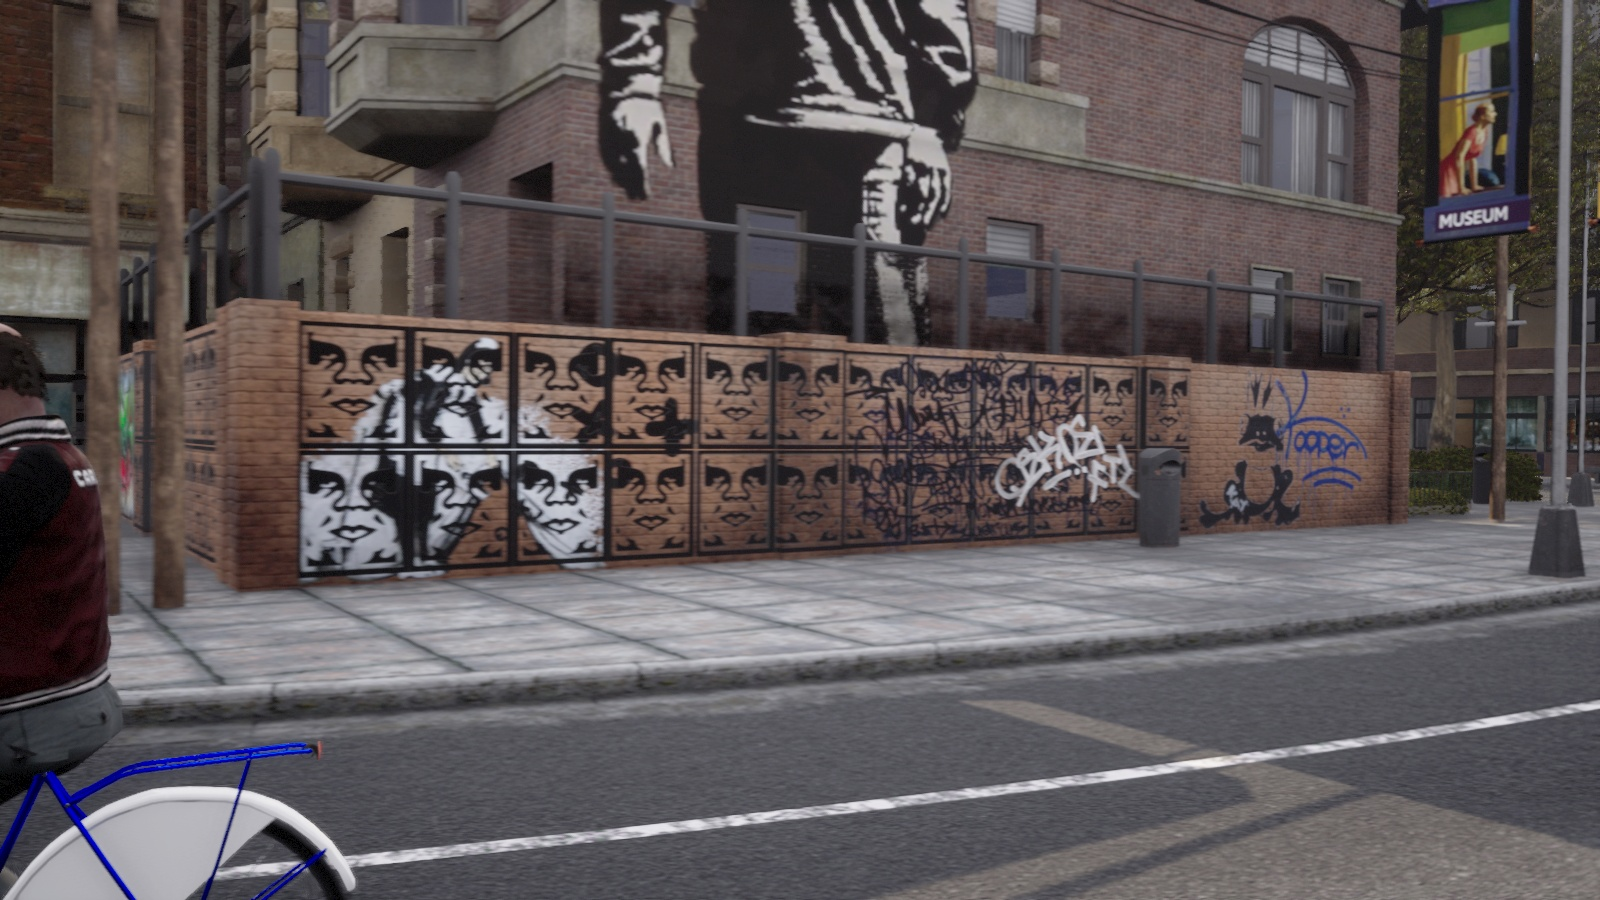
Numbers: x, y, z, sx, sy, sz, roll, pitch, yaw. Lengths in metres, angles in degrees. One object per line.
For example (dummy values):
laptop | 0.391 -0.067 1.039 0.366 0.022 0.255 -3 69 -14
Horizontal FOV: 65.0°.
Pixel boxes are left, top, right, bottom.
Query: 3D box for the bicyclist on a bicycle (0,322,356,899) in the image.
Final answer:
bicyclist on a bicycle | -1.893 0.650 2.570 1.843 1.776 0.659 -1 1 -19
